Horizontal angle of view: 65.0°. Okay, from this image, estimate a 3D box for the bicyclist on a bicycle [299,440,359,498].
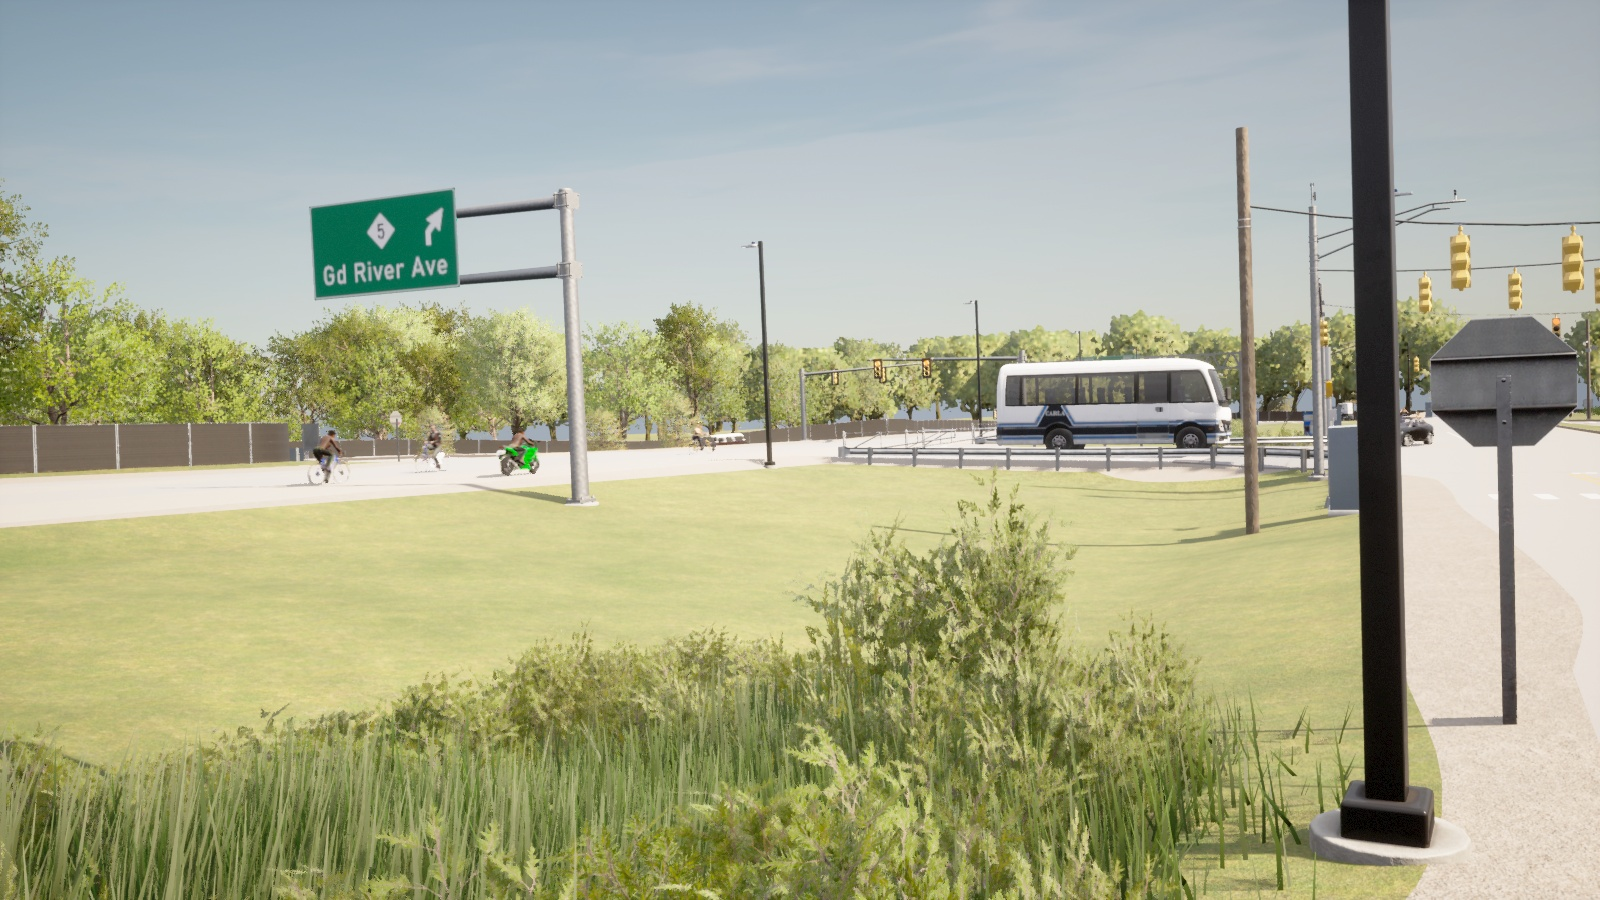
[{"bbox_3d":[-13.993,0.544,37.352,0.582,1.620,1.656,-3,1,24],"label":"bicyclist on a bicycle"}]

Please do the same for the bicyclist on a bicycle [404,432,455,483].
[{"bbox_3d":[-13.705,0.268,46.516,0.659,1.776,1.843,-3,1,24],"label":"bicyclist on a bicycle"}]

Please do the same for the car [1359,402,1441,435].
[{"bbox_3d":[31.266,-1.656,65.368,4.902,1.511,2.128,-4,2,-43],"label":"car"}]

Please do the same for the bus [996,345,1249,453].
[{"bbox_3d":[14.372,-2.192,56.015,10.273,4.253,3.944,-2,2,24],"label":"bus"}]

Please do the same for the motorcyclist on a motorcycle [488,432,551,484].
[{"bbox_3d":[-8.926,0.246,40.078,0.797,1.523,2.044,-3,1,24],"label":"motorcyclist on a motorcycle"}]
